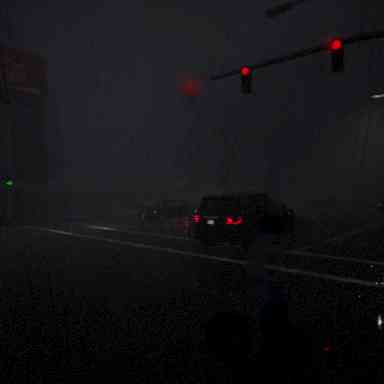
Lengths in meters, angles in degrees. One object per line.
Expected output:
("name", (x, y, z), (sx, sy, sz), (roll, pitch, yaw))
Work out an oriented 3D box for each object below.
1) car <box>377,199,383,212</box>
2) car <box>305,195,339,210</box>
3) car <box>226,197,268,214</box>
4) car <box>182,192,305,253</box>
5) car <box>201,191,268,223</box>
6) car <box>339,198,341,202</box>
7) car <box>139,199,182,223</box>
("car", (18.955, 1.143, 31.256), (2.033, 1.411, 5.357), (0, 1, 42))
("car", (14.108, 1.198, 36.618), (1.895, 1.301, 4.718), (0, 1, 42))
("car", (5.375, 1.233, 32.176), (1.812, 1.442, 4.674), (0, 1, 42))
("car", (2.351, 1.096, 13.534), (2.150, 2.045, 5.566), (-1, 0, 39))
("car", (3.283, 1.003, 24.656), (2.150, 2.045, 5.566), (0, 1, 42))
("car", (19.684, 1.065, 47.901), (1.895, 1.301, 4.718), (0, 1, 43))
("car", (-1.673, 1.318, 24.390), (2.128, 1.511, 4.902), (0, 1, 42))
